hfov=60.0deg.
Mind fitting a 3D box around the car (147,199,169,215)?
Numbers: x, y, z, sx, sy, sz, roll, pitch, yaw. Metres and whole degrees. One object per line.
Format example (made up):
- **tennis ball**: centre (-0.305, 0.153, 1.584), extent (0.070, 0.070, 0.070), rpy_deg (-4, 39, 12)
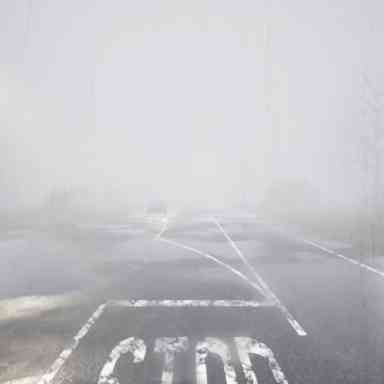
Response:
- **car**: centre (-3.432, 1.505, 33.988), extent (1.882, 1.535, 5.008), rpy_deg (0, 0, 0)
